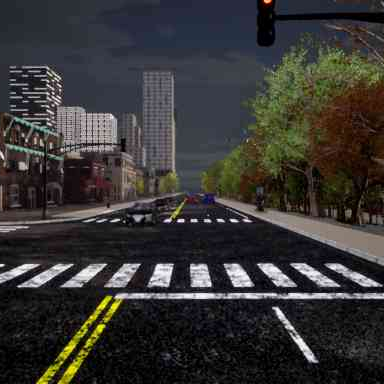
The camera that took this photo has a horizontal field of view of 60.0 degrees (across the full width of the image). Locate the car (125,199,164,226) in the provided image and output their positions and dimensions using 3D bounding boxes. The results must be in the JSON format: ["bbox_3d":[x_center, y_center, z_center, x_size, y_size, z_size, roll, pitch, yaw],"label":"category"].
[{"bbox_3d":[-3.405,1.486,23.301,2.128,1.511,4.902,0,0,0],"label":"car"}]

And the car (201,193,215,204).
[{"bbox_3d":[3.200,1.197,63.818,2.150,2.045,5.566,0,0,0],"label":"car"}]

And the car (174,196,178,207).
[{"bbox_3d":[-3.457,1.483,49.583,1.837,1.490,4.892,0,1,0],"label":"car"}]

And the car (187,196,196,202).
[{"bbox_3d":[-0.172,1.523,74.151,1.994,1.385,4.181,0,0,0],"label":"car"}]

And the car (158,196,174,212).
[{"bbox_3d":[-3.435,1.492,37.989,1.837,1.490,4.892,0,0,0],"label":"car"}]

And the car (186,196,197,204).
[{"bbox_3d":[-0.043,1.539,64.199,1.994,1.385,4.181,0,0,-1],"label":"car"}]

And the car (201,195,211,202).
[{"bbox_3d":[3.072,1.447,74.393,1.882,1.535,5.008,0,0,0],"label":"car"}]
